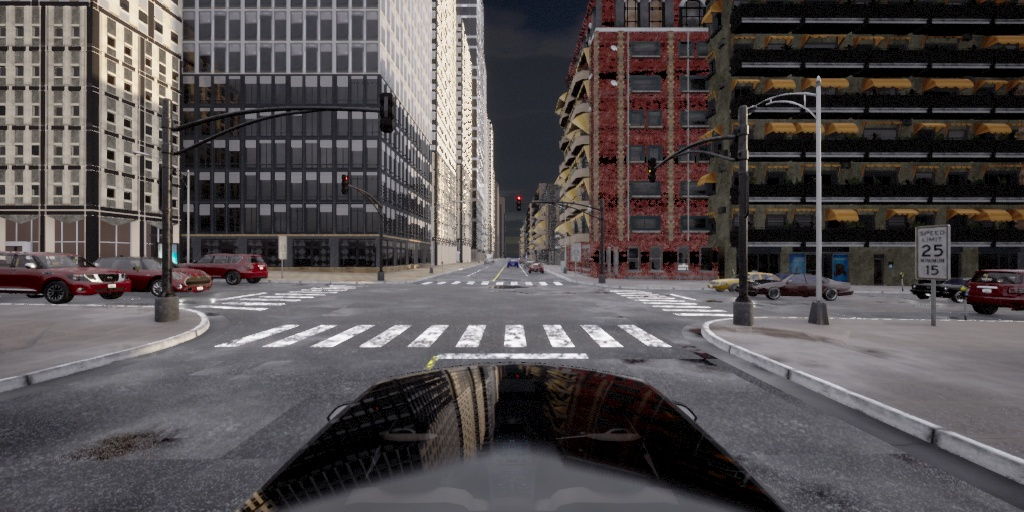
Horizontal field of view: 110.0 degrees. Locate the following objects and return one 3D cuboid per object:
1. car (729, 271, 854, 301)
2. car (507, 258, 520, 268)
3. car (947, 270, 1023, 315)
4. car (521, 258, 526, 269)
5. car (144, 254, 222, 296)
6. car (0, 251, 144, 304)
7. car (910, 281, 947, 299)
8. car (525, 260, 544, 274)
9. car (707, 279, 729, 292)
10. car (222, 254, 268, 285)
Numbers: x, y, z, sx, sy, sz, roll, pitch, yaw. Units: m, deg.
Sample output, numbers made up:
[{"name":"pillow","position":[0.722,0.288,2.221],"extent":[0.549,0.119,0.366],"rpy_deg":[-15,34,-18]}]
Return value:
[{"name":"car","position":[15.253,1.610,19.485],"extent":[5.357,1.411,2.033],"rpy_deg":[1,0,0]},{"name":"car","position":[0.168,1.250,62.292],"extent":[1.882,1.535,5.008],"rpy_deg":[0,0,0]},{"name":"car","position":[20.612,1.461,13.769],"extent":[5.009,1.841,2.192],"rpy_deg":[0,0,0]},{"name":"car","position":[2.749,1.317,54.700],"extent":[2.007,1.370,4.403],"rpy_deg":[0,0,0]},{"name":"car","position":[-16.273,0.825,16.081],"extent":[4.553,1.767,2.097],"rpy_deg":[1,0,-2]},{"name":"car","position":[-17.562,0.757,13.446],"extent":[5.009,1.841,2.192],"rpy_deg":[0,0,0]},{"name":"car","position":[24.883,1.839,19.560],"extent":[4.718,1.301,1.895],"rpy_deg":[1,0,-1]},{"name":"car","position":[2.785,1.341,41.783],"extent":[1.802,1.307,4.207],"rpy_deg":[0,0,0]},{"name":"car","position":[14.653,1.587,22.072],"extent":[4.829,1.417,1.751],"rpy_deg":[0,0,0]},{"name":"car","position":[-17.688,0.776,21.826],"extent":[5.009,1.841,2.192],"rpy_deg":[0,0,0]}]
